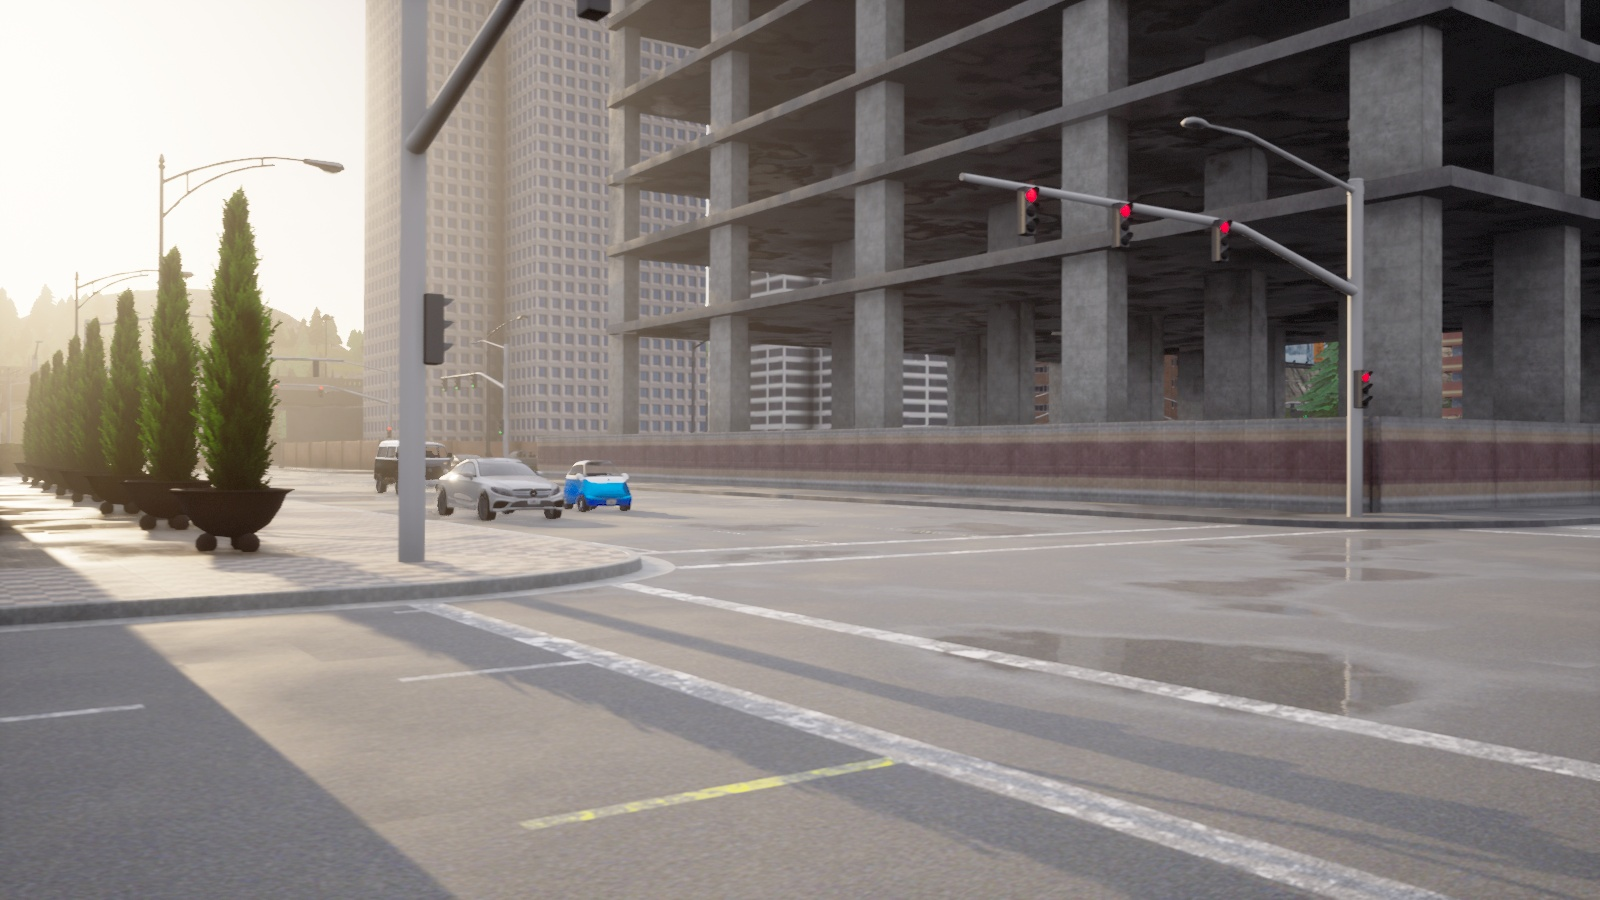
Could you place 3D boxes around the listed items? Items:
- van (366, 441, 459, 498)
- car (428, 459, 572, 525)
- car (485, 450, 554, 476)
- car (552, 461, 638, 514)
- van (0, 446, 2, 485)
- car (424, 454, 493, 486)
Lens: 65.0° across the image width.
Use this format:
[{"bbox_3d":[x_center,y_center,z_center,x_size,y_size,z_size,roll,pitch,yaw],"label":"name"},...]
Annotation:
[{"bbox_3d":[-14.569,0.697,47.070,2.069,2.038,4.480,0,0,-34],"label":"van"},{"bbox_3d":[-7.294,0.936,30.223,1.812,1.442,4.674,0,0,-34],"label":"car"},{"bbox_3d":[-20.632,0.953,92.405,4.605,1.855,1.932,0,0,-34],"label":"car"},{"bbox_3d":[-5.544,0.977,33.866,1.481,1.376,2.207,0,-1,-34],"label":"car"},{"bbox_3d":[-43.194,0.806,63.780,4.442,1.987,1.775,0,0,-35],"label":"van"},{"bbox_3d":[-17.325,0.980,63.506,2.007,1.525,4.514,0,0,-34],"label":"car"}]
